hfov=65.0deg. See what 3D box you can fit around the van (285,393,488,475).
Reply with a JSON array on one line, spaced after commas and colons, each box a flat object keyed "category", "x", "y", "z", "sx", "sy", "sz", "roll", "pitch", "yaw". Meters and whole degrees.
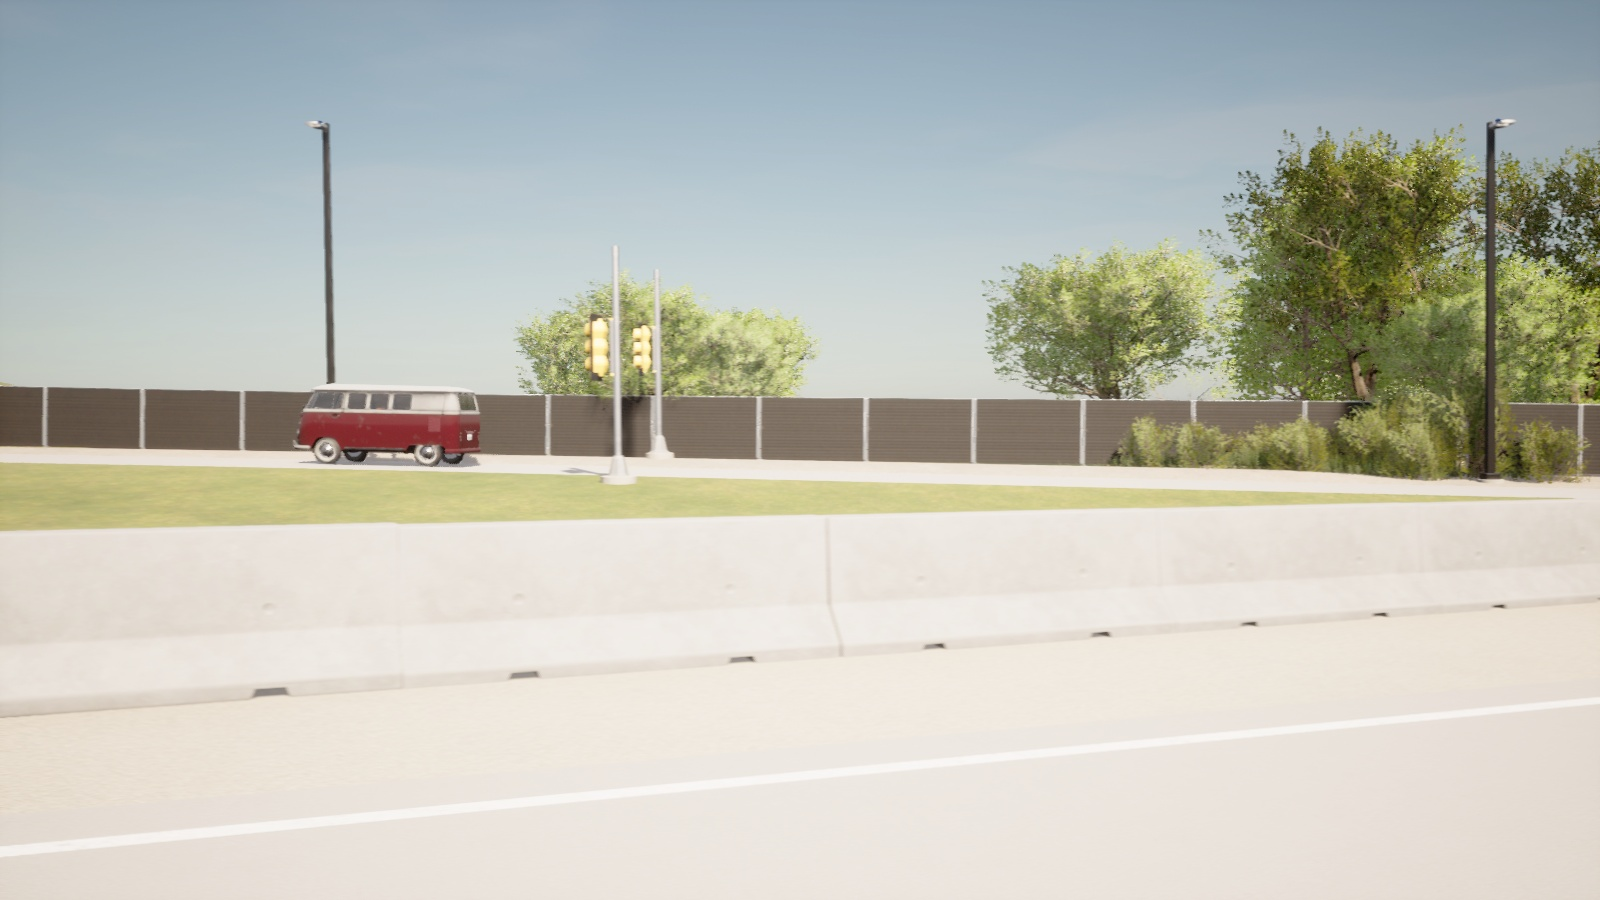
[{"category": "van", "x": -10.225, "y": -0.404, "z": 31.204, "sx": 4.442, "sy": 1.987, "sz": 1.775, "roll": 0, "pitch": 2, "yaw": 6}]
